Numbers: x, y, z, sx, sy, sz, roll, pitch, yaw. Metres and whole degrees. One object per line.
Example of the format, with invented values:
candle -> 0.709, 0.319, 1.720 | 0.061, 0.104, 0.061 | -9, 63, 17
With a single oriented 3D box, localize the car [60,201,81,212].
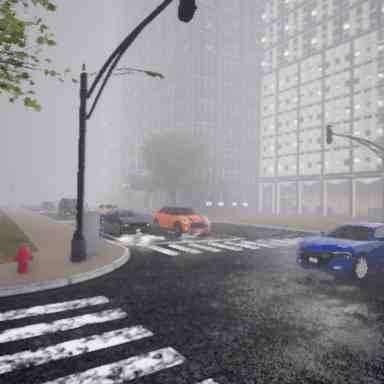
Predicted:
car -> -18.999, 2.212, 52.035 | 2.128, 1.511, 4.902 | 2, -2, -31

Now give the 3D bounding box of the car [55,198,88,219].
car -> -12.328, 1.638, 34.440 | 2.150, 2.045, 5.566 | 2, 0, -31

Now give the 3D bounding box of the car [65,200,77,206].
car -> -30.457, 2.737, 83.749 | 1.837, 1.490, 4.892 | 2, -2, -31

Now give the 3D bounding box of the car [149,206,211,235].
car -> -0.689, 1.708, 21.348 | 2.097, 1.767, 4.553 | 2, -2, -31

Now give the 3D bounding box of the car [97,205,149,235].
car -> -4.403, 1.817, 21.213 | 2.033, 1.411, 5.357 | 2, -2, -31

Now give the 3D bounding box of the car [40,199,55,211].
car -> -21.876, 2.162, 50.516 | 1.837, 1.490, 4.892 | 2, -2, -31

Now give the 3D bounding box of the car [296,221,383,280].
car -> 5.546, 1.727, 10.926 | 5.008, 1.535, 1.882 | 1, -1, -34
